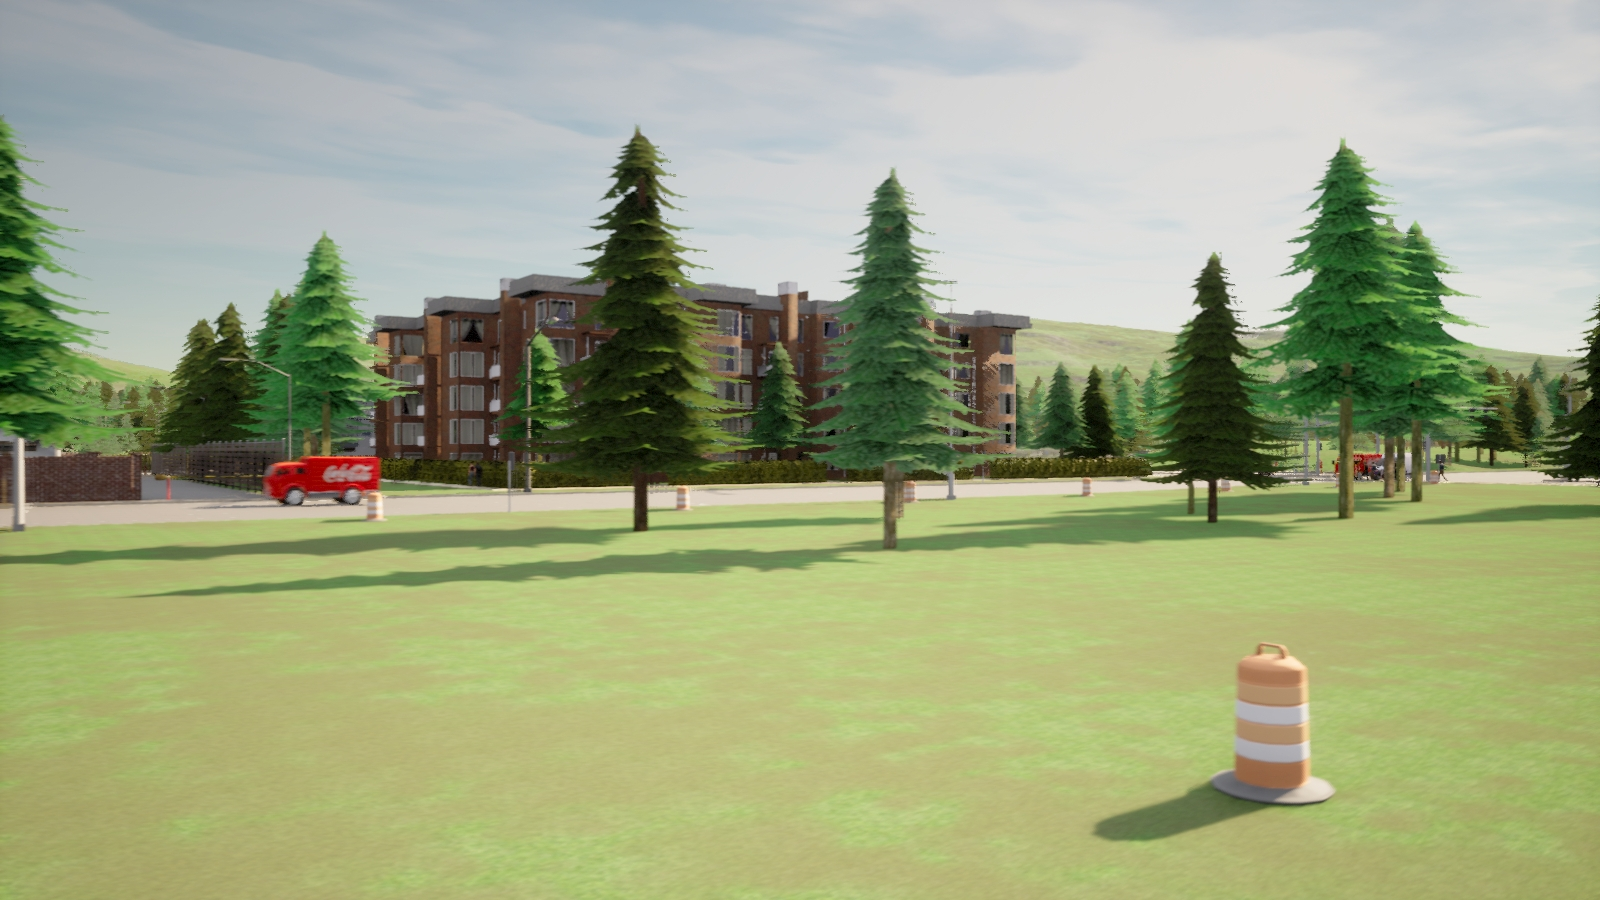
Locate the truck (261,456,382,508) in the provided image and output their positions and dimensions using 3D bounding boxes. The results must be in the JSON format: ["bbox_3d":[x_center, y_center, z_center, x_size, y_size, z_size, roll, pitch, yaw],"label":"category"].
[{"bbox_3d":[-24.197,1.568,57.772,5.204,2.467,2.627,0,0,-35],"label":"truck"}]
